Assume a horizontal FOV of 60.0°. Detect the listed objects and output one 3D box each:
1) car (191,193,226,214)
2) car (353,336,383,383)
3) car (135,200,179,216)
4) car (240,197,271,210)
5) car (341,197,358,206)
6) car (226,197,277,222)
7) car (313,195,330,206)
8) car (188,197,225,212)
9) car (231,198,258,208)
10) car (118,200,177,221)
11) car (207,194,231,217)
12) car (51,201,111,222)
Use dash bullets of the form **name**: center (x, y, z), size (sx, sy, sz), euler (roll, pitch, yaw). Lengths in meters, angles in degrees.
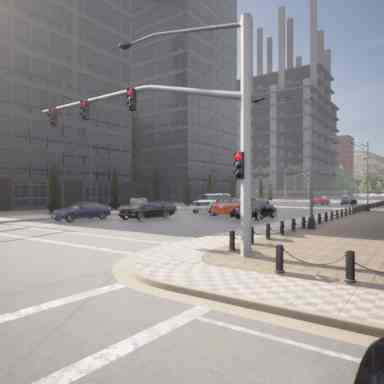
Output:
- **car**: center (2.144, 1.165, 34.294), size (2.150, 2.045, 5.566), euler (0, 0, 36)
- **car**: center (3.072, 1.564, 1.778), size (4.181, 1.385, 1.994), euler (0, 0, 36)
- **car**: center (-3.355, 1.508, 32.656), size (1.994, 1.385, 4.181), euler (0, 0, 36)
- **car**: center (8.244, 1.422, 42.747), size (1.882, 1.535, 5.008), euler (0, 0, 36)
- **car**: center (26.104, 1.492, 55.252), size (2.033, 1.411, 5.357), euler (0, 0, 36)
- **car**: center (5.033, 1.436, 25.994), size (2.128, 1.511, 4.902), euler (0, 0, 36)
- **car**: center (20.850, 1.296, 53.940), size (2.097, 1.767, 4.553), euler (0, 0, 36)
- **car**: center (1.785, 1.435, 39.784), size (2.128, 1.511, 4.902), euler (0, 0, 36)
- **car**: center (7.630, 1.545, 47.868), size (1.895, 1.301, 4.718), euler (0, 0, 36)
- **car**: center (-3.564, 1.545, 26.378), size (1.895, 1.301, 4.718), euler (0, 0, 36)
- **car**: center (3.732, 1.296, 30.176), size (2.097, 1.767, 4.553), euler (0, 0, 36)
- **car**: center (-8.434, 1.469, 25.619), size (1.812, 1.442, 4.674), euler (0, 0, 38)
